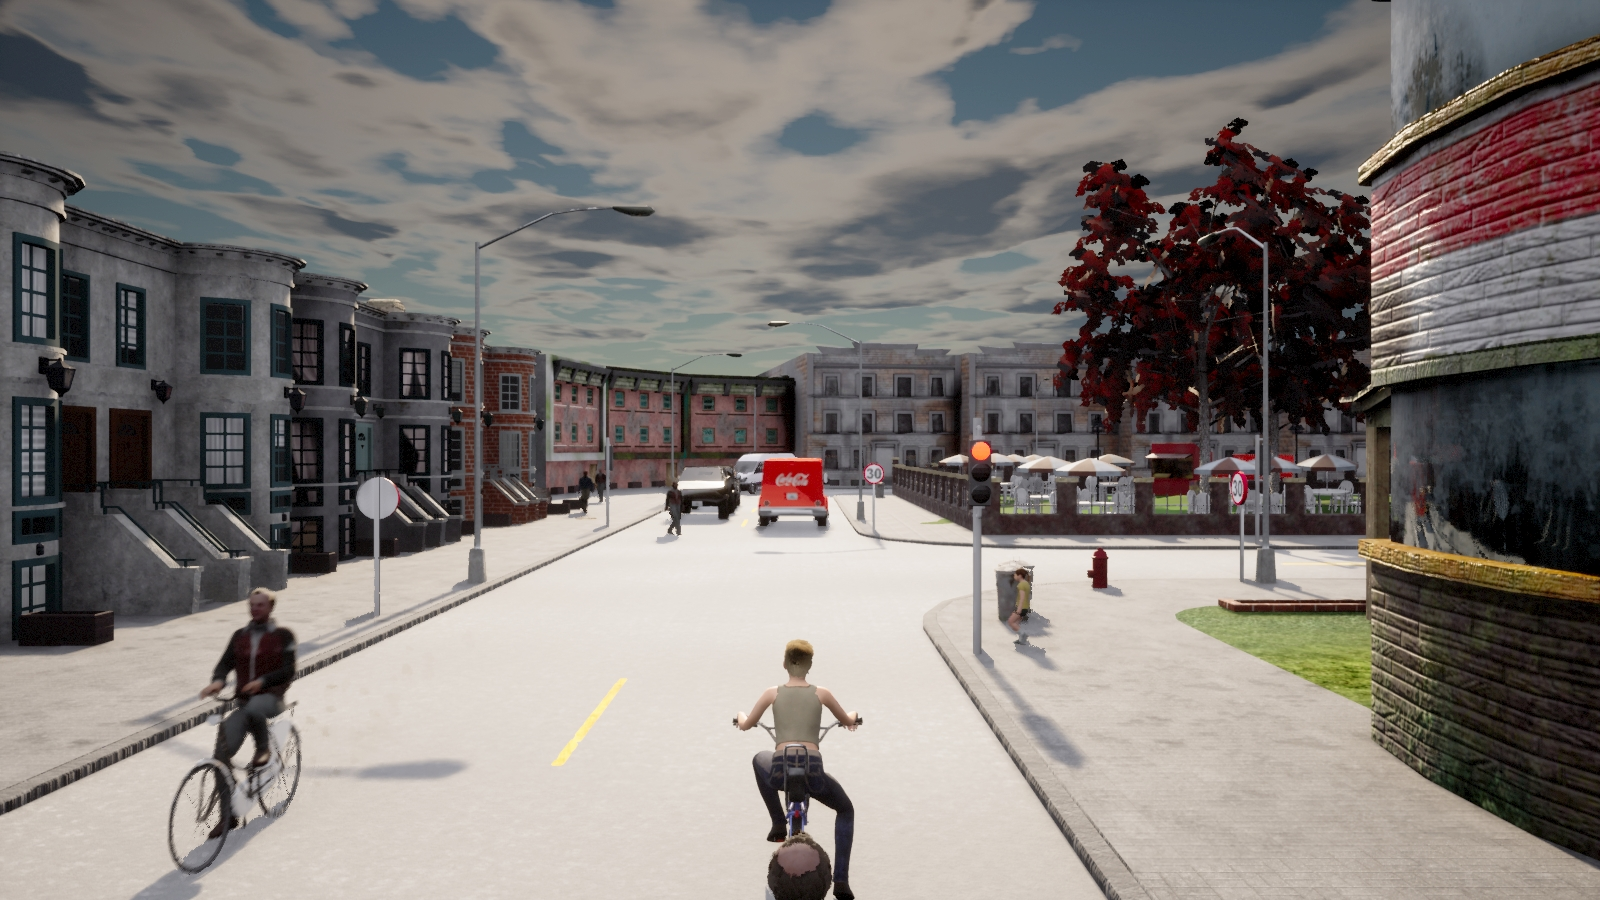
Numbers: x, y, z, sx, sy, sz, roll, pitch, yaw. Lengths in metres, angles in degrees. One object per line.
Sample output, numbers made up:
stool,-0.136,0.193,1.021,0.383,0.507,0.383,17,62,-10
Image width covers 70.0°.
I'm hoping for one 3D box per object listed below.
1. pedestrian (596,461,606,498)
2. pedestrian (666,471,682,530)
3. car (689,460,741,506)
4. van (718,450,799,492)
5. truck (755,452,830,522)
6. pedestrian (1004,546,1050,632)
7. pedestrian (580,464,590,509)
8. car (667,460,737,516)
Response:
pedestrian,-10.040,1.503,57.579,0.375,1.860,0.375,0,0,11
pedestrian,-4.053,1.614,36.758,0.375,1.860,0.375,0,0,-33
car,-4.051,1.538,55.431,2.150,2.045,5.566,0,0,0
van,-2.606,1.287,73.354,1.988,2.561,5.915,0,0,35
truck,-0.199,1.329,43.285,2.627,2.467,5.204,0,0,2
pedestrian,3.120,1.898,15.706,0.500,1.100,0.500,0,0,28
pedestrian,-8.931,1.505,47.537,0.375,1.860,0.375,0,0,-6
car,-3.997,1.515,47.708,2.390,2.098,6.274,0,0,0
